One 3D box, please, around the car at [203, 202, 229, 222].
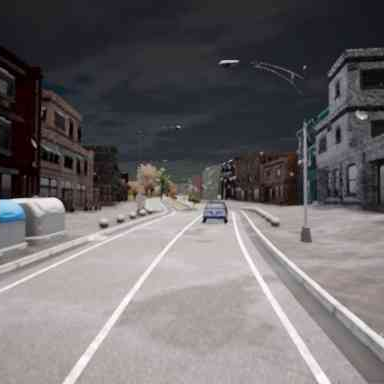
[{"bbox_3d":[1.857,1.497,25.778,2.033,1.411,5.357,0,0,6],"label":"car"}]
